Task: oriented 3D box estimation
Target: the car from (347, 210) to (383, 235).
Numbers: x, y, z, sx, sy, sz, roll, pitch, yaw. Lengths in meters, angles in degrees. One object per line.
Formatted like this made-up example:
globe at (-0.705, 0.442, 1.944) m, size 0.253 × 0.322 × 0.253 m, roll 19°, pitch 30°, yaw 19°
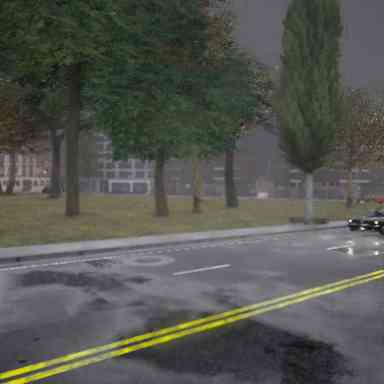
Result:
car at (11.224, 1.726, 19.683) m, size 4.718 × 1.301 × 1.895 m, roll 1°, pitch 0°, yaw -36°

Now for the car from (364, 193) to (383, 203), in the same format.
car at (29.864, 0.959, 52.533) m, size 4.553 × 1.767 × 2.097 m, roll 2°, pitch 0°, yaw 11°

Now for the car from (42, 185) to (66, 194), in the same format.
car at (-26.107, -0.494, 63.602) m, size 4.553 × 1.767 × 2.097 m, roll 1°, pitch 0°, yaw 11°
